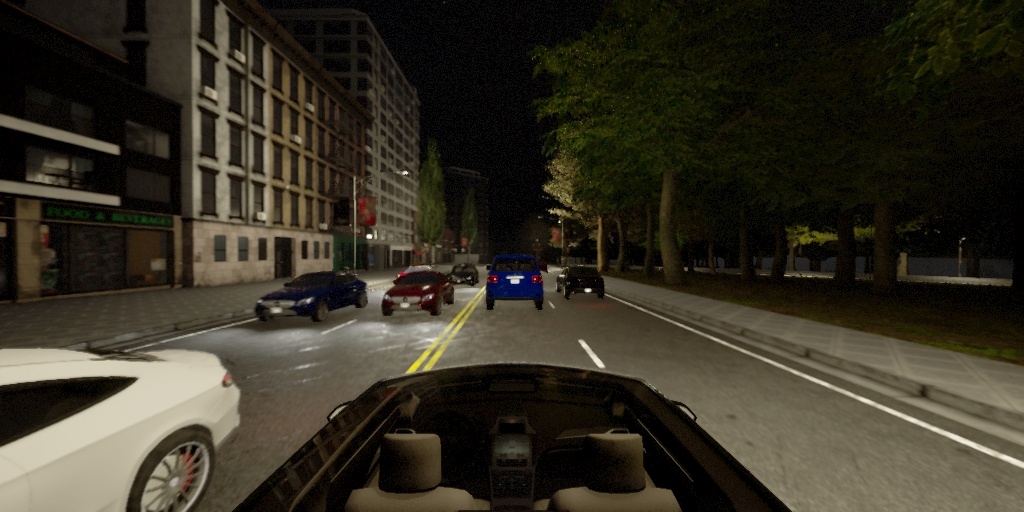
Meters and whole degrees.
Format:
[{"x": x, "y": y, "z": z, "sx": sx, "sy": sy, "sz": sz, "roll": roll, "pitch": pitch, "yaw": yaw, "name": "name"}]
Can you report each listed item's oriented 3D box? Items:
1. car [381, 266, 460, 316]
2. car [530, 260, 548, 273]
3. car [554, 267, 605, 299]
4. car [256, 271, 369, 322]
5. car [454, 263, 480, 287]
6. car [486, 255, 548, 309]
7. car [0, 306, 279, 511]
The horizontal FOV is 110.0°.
[{"x": -3.316, "y": 1.281, "z": 13.493, "sx": 1.812, "sy": 1.442, "sz": 4.674, "roll": 0, "pitch": 0, "yaw": 0, "name": "car"}, {"x": 3.345, "y": 1.295, "z": 44.915, "sx": 1.882, "sy": 1.535, "sz": 5.008, "roll": 0, "pitch": 0, "yaw": 0, "name": "car"}, {"x": 3.347, "y": 1.265, "z": 18.197, "sx": 1.837, "sy": 1.490, "sz": 4.892, "roll": 0, "pitch": 0, "yaw": 0, "name": "car"}, {"x": -6.606, "y": 1.280, "z": 12.465, "sx": 1.812, "sy": 1.442, "sz": 4.674, "roll": 0, "pitch": 0, "yaw": 1, "name": "car"}, {"x": -3.322, "y": 1.270, "z": 24.802, "sx": 1.837, "sy": 1.490, "sz": 4.892, "roll": 0, "pitch": 1, "yaw": 0, "name": "car"}, {"x": 0.087, "y": 0.978, "z": 15.126, "sx": 2.150, "sy": 2.045, "sz": 5.566, "roll": 0, "pitch": 0, "yaw": 0, "name": "car"}, {"x": -3.331, "y": 1.277, "z": 1.331, "sx": 1.812, "sy": 1.442, "sz": 4.674, "roll": 0, "pitch": 0, "yaw": 0, "name": "car"}]
